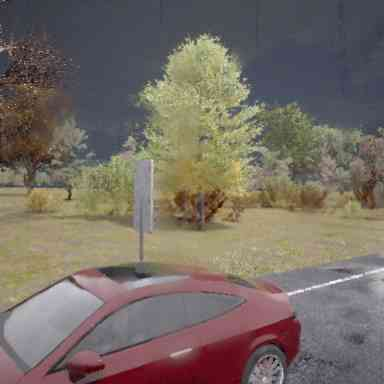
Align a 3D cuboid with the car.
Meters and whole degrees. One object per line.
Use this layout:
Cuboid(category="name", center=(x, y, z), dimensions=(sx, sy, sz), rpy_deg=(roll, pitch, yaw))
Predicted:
Cuboid(category="car", center=(-0.808, 1.539, 3.389), dimensions=(4.674, 1.442, 1.812), rpy_deg=(1, -1, -35))
